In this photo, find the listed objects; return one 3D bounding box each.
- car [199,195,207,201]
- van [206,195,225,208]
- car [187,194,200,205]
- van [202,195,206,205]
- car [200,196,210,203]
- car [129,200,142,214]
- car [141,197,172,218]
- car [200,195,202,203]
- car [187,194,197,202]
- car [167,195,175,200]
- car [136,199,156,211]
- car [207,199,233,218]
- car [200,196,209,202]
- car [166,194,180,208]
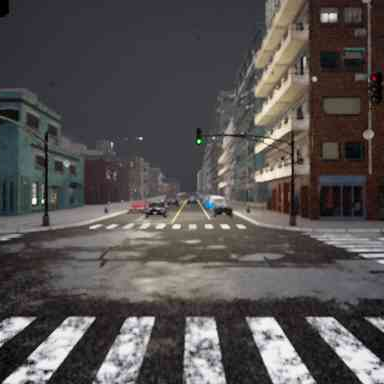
[{"bbox_3d":[2.729,1.576,86.013,1.887,1.381,4.507,1,0,0],"label":"car"},{"bbox_3d":[2.716,1.373,35.785,1.690,1.788,3.998,1,0,0],"label":"van"},{"bbox_3d":[0.019,1.604,60.072,1.994,1.385,4.181,0,0,0],"label":"car"},{"bbox_3d":[2.720,1.378,46.948,1.690,1.788,3.998,1,0,0],"label":"van"},{"bbox_3d":[2.724,1.605,69.270,1.947,1.339,4.313,1,0,0],"label":"car"},{"bbox_3d":[-5.668,1.613,35.752,1.802,1.307,4.206,1,0,0],"label":"car"},{"bbox_3d":[-3.084,1.531,30.111,1.837,1.490,4.892,0,1,0],"label":"car"},{"bbox_3d":[2.720,1.565,58.278,1.752,1.417,4.829,1,0,0],"label":"car"},{"bbox_3d":[0.020,1.226,70.085,2.097,1.767,4.553,0,0,0],"label":"car"},{"bbox_3d":[-5.650,1.594,91.554,1.947,1.339,4.313,1,0,0],"label":"car"},{"bbox_3d":[-5.665,1.579,41.333,1.887,1.381,4.507,1,0,0],"label":"car"},{"bbox_3d":[2.712,1.579,30.206,2.008,1.369,4.403,1,0,0],"label":"car"},{"bbox_3d":[2.725,1.603,74.851,1.947,1.339,4.313,1,0,0],"label":"car"},{"bbox_3d":[-3.023,1.261,50.530,2.150,2.045,5.566,0,0,0],"label":"car"}]
